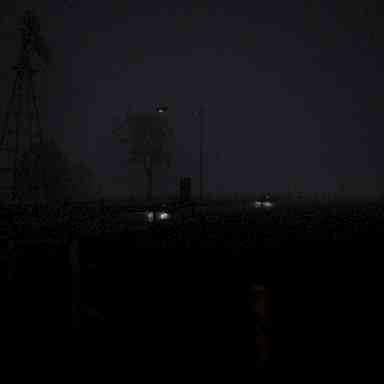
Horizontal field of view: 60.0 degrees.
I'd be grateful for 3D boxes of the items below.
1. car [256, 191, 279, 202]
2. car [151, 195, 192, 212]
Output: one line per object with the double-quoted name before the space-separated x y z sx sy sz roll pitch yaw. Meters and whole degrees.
"car" 11.768 0.619 51.746 2.097 1.767 4.553 1 2 36
"car" -1.935 1.081 32.440 1.837 1.490 4.892 1 2 35
